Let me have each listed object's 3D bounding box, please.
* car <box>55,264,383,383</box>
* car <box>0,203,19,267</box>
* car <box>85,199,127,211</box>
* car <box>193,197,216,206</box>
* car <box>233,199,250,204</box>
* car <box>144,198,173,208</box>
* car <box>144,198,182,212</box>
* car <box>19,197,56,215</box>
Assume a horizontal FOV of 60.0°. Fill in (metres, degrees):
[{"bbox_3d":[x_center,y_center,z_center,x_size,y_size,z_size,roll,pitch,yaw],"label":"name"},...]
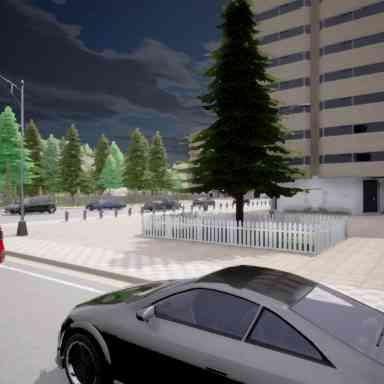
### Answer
[{"bbox_3d":[0.373,1.564,3.726,4.181,1.385,1.994,0,0,35],"label":"car"},{"bbox_3d":[-7.318,1.221,9.157,5.566,2.045,2.150,0,0,36],"label":"car"},{"bbox_3d":[-10.612,1.547,41.391,2.033,1.411,5.357,0,0,35],"label":"car"},{"bbox_3d":[1.984,1.526,52.725,1.812,1.442,4.674,0,0,36],"label":"car"},{"bbox_3d":[9.482,1.564,63.247,1.994,1.385,4.181,0,0,35],"label":"car"},{"bbox_3d":[-4.923,1.564,49.362,1.994,1.385,4.181,0,0,36],"label":"car"},{"bbox_3d":[-3.327,1.547,39.211,2.033,1.411,5.357,0,0,35],"label":"car"},{"bbox_3d":[-16.187,1.352,33.554,2.097,1.767,4.553,0,0,35],"label":"car"}]
